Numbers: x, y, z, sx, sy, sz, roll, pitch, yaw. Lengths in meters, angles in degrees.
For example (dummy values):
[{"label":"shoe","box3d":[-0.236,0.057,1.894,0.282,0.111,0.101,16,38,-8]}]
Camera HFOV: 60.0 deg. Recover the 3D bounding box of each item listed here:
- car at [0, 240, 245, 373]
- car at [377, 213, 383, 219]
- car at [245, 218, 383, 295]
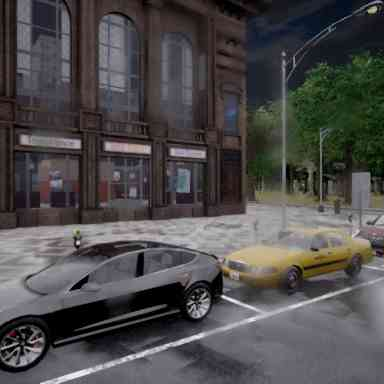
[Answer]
[{"label":"car","box3d":[-1.396,1.566,5.653,4.313,1.339,1.947,0,0,-36]},{"label":"car","box3d":[7.453,1.440,11.974,4.097,1.590,1.967,0,0,-36]},{"label":"car","box3d":[2.890,1.525,8.715,4.829,1.417,1.752,0,0,-36]}]
